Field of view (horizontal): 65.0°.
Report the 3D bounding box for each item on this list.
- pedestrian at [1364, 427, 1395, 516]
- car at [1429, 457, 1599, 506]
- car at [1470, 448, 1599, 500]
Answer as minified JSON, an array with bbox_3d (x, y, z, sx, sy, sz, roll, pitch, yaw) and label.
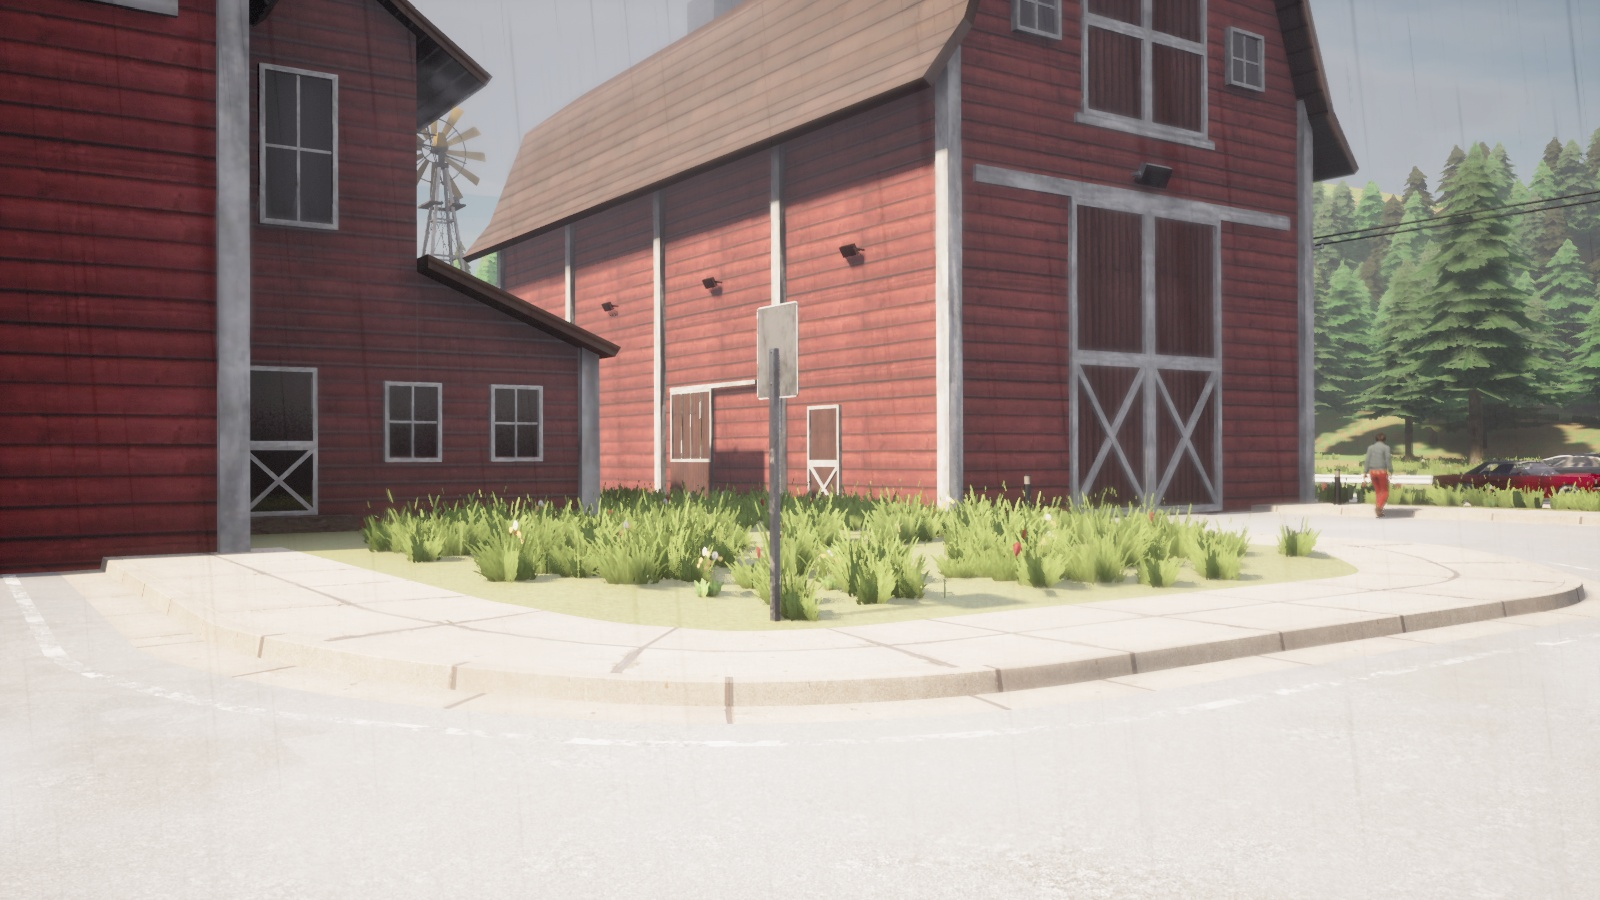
[{"bbox_3d":[12.204,0.440,26.456,0.614,1.847,0.353,0,0,-41],"label":"pedestrian"},{"bbox_3d":[20.994,0.865,36.269,1.895,1.301,4.718,0,0,-34],"label":"car"},{"bbox_3d":[23.614,0.709,38.578,2.128,1.511,4.902,0,0,-34],"label":"car"}]
